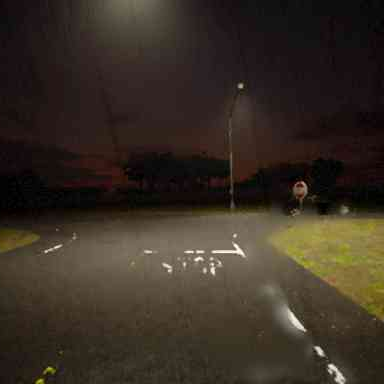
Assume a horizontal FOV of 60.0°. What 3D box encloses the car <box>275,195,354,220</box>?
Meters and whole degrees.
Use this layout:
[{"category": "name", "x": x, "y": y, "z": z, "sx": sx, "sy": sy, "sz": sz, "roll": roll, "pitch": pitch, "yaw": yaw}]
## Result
[{"category": "car", "x": 8.050, "y": 0.950, "z": 22.049, "sx": 5.008, "sy": 1.535, "sz": 1.882, "roll": -3, "pitch": -1, "yaw": -1}]
